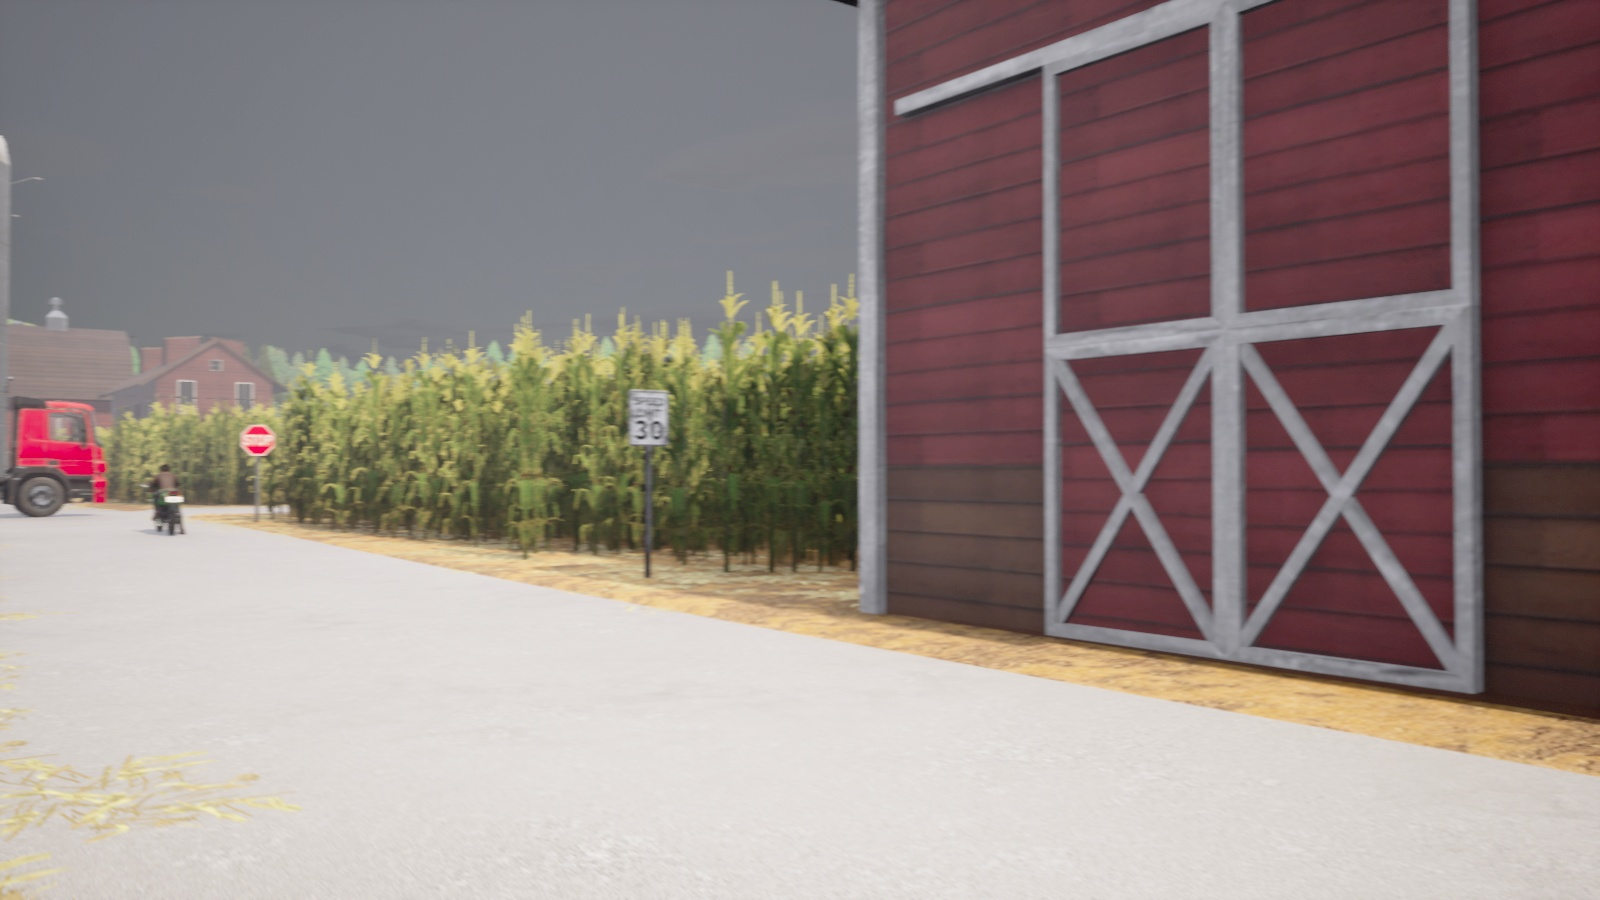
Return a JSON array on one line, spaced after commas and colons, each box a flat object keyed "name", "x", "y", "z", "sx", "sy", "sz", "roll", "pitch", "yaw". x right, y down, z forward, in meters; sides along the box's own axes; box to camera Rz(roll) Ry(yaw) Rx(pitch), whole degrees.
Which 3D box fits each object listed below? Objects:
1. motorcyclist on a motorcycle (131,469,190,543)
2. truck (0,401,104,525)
[{"name": "motorcyclist on a motorcycle", "x": -13.824, "y": 1.173, "z": 27.128, "sx": 0.797, "sy": 1.523, "sz": 2.044, "roll": 0, "pitch": -1, "yaw": -37}, {"name": "truck", "x": -24.341, "y": 0.398, "z": 35.398, "sx": 7.936, "sy": 3.462, "sz": 2.891, "roll": 0, "pitch": -2, "yaw": -36}]
